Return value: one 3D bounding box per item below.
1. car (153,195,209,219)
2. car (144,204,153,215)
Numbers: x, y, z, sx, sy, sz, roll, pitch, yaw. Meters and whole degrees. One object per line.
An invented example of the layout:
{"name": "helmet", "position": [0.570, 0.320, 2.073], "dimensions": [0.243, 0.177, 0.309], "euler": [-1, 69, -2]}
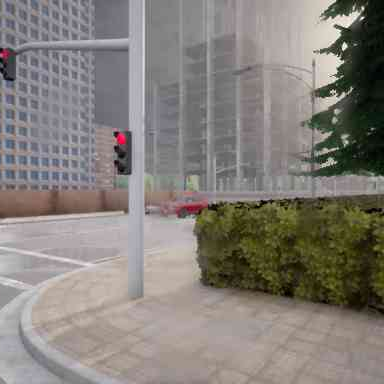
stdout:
{"name": "car", "position": [-0.599, 1.279, 30.065], "dimensions": [2.150, 2.045, 5.566], "euler": [0, 0, 36]}
{"name": "car", "position": [-3.164, 1.656, 32.496], "dimensions": [1.895, 1.301, 4.718], "euler": [0, 0, 36]}
